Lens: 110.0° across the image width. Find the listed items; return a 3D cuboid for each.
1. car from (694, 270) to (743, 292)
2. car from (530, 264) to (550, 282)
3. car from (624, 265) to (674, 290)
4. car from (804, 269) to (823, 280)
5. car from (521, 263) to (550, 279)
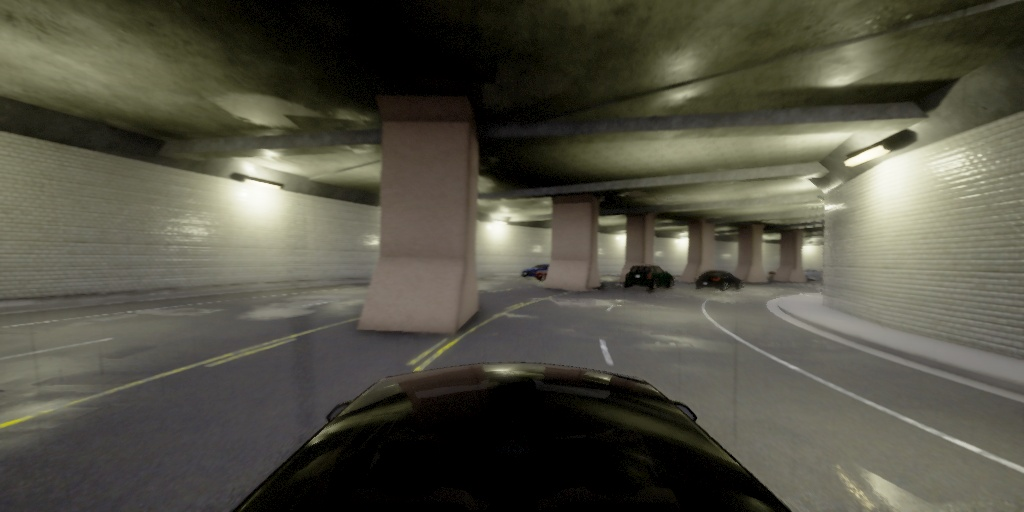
[{"bbox_3d":[15.002,1.761,25.988,4.674,1.442,1.812,2,-1,-39],"label":"car"},{"bbox_3d":[4.022,1.554,30.330,1.895,1.301,4.718,1,0,44],"label":"car"},{"bbox_3d":[10.105,1.456,26.218,2.097,1.767,4.553,2,0,44],"label":"car"},{"bbox_3d":[41.316,2.571,49.902,4.674,1.442,1.812,1,0,-14],"label":"car"},{"bbox_3d":[3.025,1.417,34.156,5.008,1.535,1.882,2,-1,-43],"label":"car"}]
